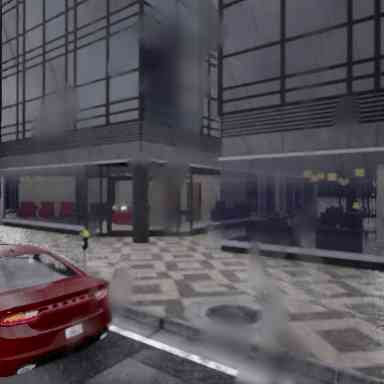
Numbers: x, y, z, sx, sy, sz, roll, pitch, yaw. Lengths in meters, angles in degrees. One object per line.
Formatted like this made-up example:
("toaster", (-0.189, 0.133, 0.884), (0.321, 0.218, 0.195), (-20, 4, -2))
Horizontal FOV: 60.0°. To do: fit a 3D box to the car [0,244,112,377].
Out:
("car", (-3.218, 1.504, 5.265), (4.507, 1.381, 1.887), (1, 0, 36))
